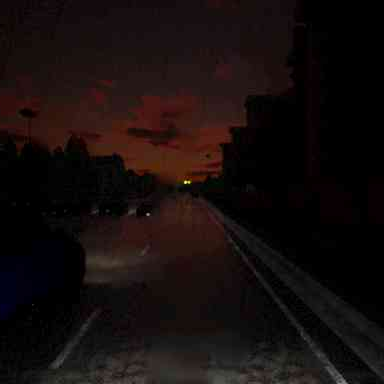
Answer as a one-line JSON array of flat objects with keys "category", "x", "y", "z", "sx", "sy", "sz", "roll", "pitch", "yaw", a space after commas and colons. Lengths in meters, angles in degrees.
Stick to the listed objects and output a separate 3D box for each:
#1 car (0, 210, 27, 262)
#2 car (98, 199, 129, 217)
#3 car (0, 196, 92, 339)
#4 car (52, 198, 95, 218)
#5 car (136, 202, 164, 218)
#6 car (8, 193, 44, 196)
[{"category": "car", "x": -6.923, "y": 1.429, "z": 9.520, "sx": 1.882, "sy": 1.535, "sz": 5.008, "roll": 0, "pitch": 0, "yaw": 0}, {"category": "car", "x": -6.915, "y": 1.340, "z": 29.715, "sx": 2.128, "sy": 1.511, "sz": 4.902, "roll": 0, "pitch": 0, "yaw": 0}, {"category": "car", "x": -3.440, "y": 1.195, "z": 5.075, "sx": 2.150, "sy": 2.045, "sz": 5.566, "roll": 0, "pitch": 0, "yaw": 0}, {"category": "car", "x": -10.415, "y": 1.341, "z": 29.722, "sx": 2.128, "sy": 1.511, "sz": 4.902, "roll": 0, "pitch": 0, "yaw": 0}, {"category": "car", "x": -3.415, "y": 1.457, "z": 28.121, "sx": 1.895, "sy": 1.301, "sz": 4.718, "roll": 0, "pitch": 0, "yaw": 0}, {"category": "car", "x": -13.915, "y": 1.076, "z": 28.741, "sx": 2.150, "sy": 2.045, "sz": 5.566, "roll": 0, "pitch": 0, "yaw": 0}]
